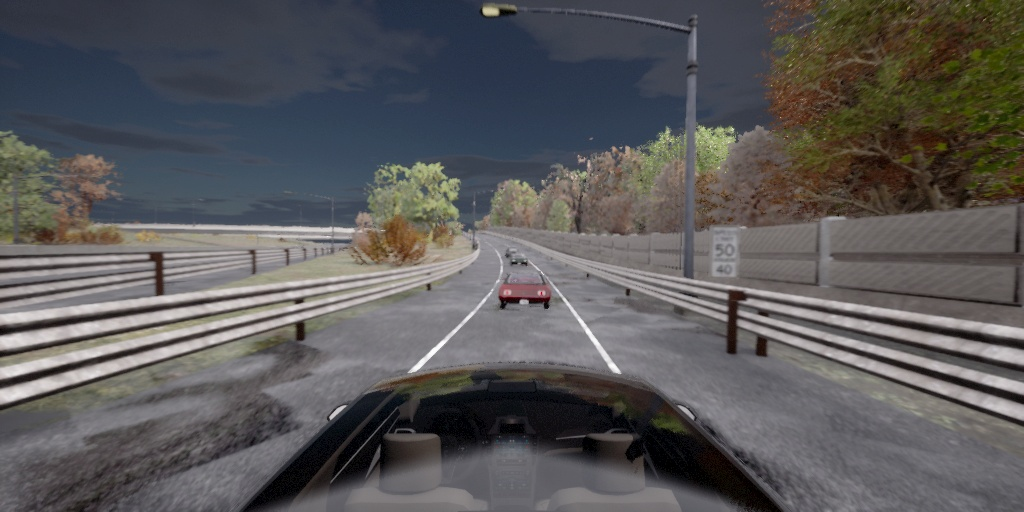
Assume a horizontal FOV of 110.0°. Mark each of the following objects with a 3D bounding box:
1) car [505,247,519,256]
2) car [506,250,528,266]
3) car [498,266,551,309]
[{"bbox_3d":[0.052,-0.545,50.904,1.812,1.442,4.674,1,5,-4],"label":"car"},{"bbox_3d":[0.656,0.379,39.123,1.895,1.301,4.718,1,3,-3],"label":"car"},{"bbox_3d":[0.534,1.296,14.841,1.895,1.301,4.718,1,1,2],"label":"car"}]
